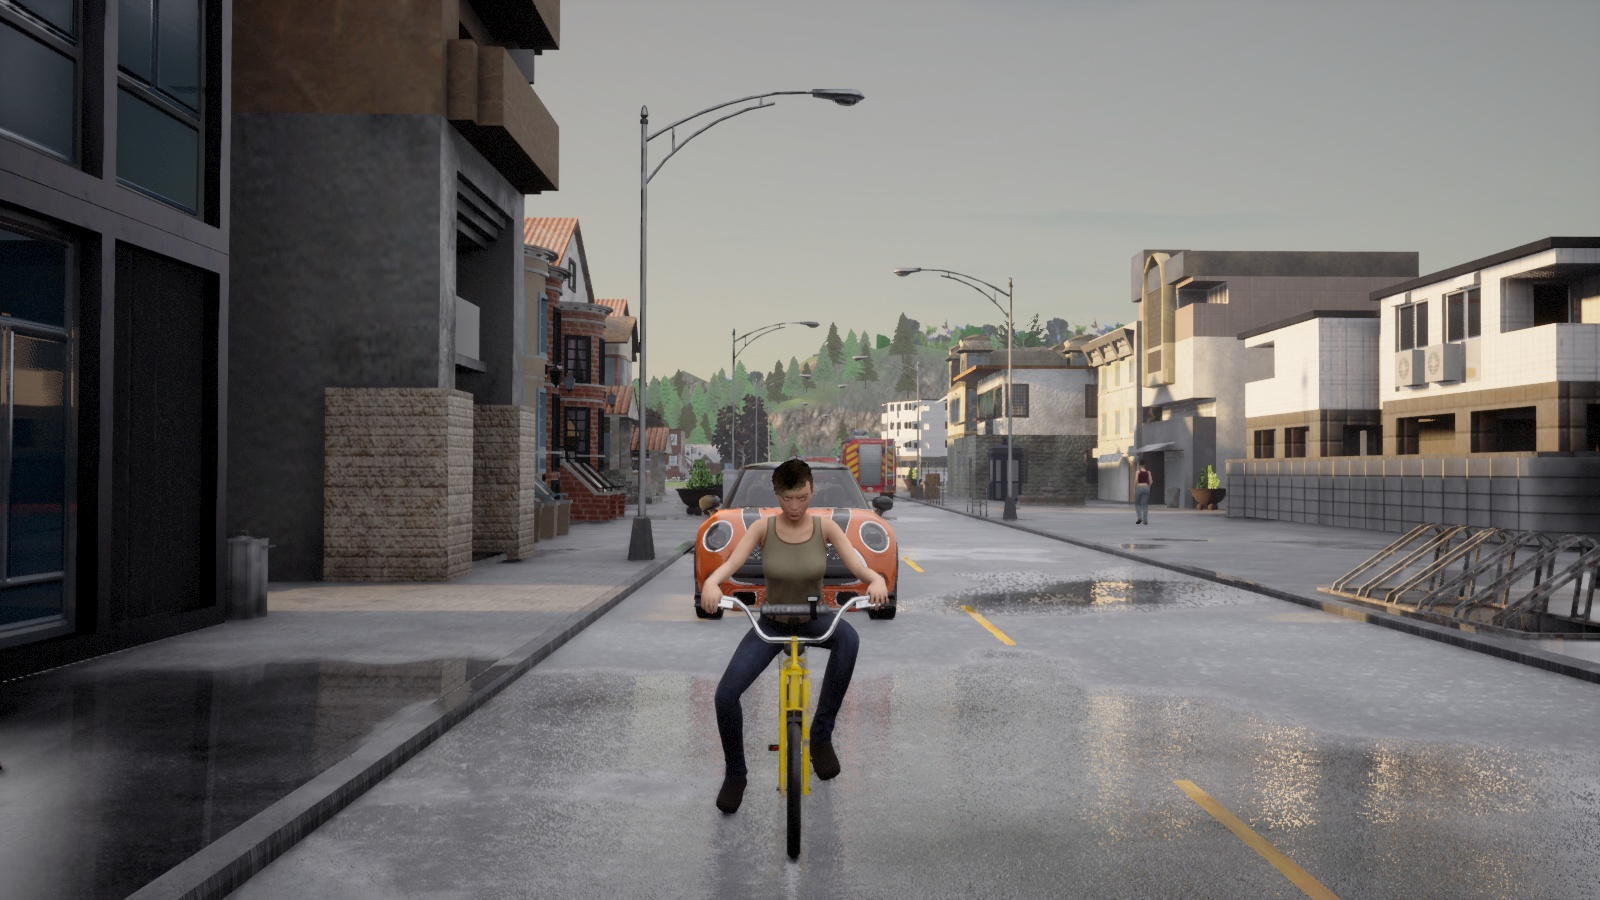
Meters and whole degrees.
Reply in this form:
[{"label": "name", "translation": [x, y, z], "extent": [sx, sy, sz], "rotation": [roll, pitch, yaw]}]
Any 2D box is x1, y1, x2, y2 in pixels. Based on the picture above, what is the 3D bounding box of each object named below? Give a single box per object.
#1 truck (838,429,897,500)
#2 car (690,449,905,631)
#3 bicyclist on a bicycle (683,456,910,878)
[{"label": "truck", "translation": [3.813, 0.850, 72.557], "extent": [2.891, 3.827, 8.468], "rotation": [0, -1, 0]}, {"label": "car", "translation": [-0.038, 0.917, 14.551], "extent": [2.097, 1.767, 4.553], "rotation": [0, -1, 0]}, {"label": "bicyclist on a bicycle", "translation": [-0.019, 0.845, 5.583], "extent": [0.866, 1.612, 1.509], "rotation": [0, -1, 0]}]
